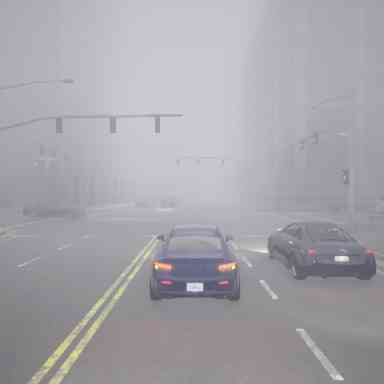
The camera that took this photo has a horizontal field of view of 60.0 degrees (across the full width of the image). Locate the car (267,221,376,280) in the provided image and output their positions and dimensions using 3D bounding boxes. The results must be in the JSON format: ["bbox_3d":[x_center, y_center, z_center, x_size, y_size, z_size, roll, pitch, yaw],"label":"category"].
[{"bbox_3d":[3.590,1.564,9.950,1.994,1.385,4.181,0,0,0],"label":"car"}]

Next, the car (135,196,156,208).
[{"bbox_3d":[-7.007,1.547,48.407,2.033,1.411,5.357,0,0,0],"label":"car"}]

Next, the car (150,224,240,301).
[{"bbox_3d":[0.075,1.526,8.213,1.812,1.442,4.674,0,0,1],"label":"car"}]

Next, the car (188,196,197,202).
[{"bbox_3d":[0.146,1.552,77.541,1.994,1.385,4.181,0,0,0],"label":"car"}]

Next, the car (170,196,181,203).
[{"bbox_3d":[-3.370,1.564,69.208,1.994,1.385,4.181,0,0,0],"label":"car"}]

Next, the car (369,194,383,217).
[{"bbox_3d":[18.074,1.166,27.258,5.566,2.045,2.150,0,0,0],"label":"car"}]

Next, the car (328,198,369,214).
[{"bbox_3d":[16.770,1.422,34.460,5.008,1.535,1.882,0,0,0],"label":"car"}]

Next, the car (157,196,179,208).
[{"bbox_3d":[-3.502,1.491,49.614,2.128,1.511,4.902,0,0,0],"label":"car"}]

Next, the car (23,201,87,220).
[{"bbox_3d":[-11.069,1.456,26.982,4.902,1.511,2.128,0,0,-1],"label":"car"}]

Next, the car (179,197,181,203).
[{"bbox_3d":[-3.464,1.478,59.205,1.882,1.535,5.008,0,0,0],"label":"car"}]

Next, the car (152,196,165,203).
[{"bbox_3d":[-6.875,1.547,68.588,2.033,1.411,5.357,0,0,0],"label":"car"}]

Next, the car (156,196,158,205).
[{"bbox_3d":[-6.972,1.505,58.140,1.837,1.490,4.892,0,0,0],"label":"car"}]
